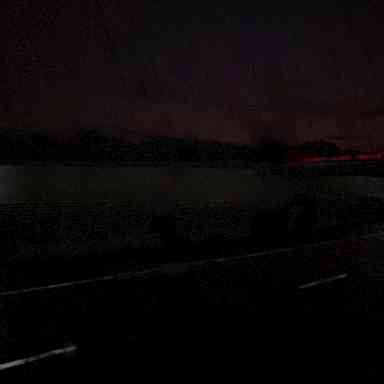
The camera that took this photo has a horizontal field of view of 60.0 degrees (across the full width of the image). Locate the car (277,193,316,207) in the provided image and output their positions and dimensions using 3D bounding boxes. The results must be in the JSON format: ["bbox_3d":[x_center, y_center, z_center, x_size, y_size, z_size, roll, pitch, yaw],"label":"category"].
[{"bbox_3d":[12.348,1.104,38.595,5.566,2.045,2.150,0,0,-35],"label":"car"}]

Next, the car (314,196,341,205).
[{"bbox_3d":[15.906,1.437,36.831,4.181,1.385,1.994,0,0,-35],"label":"car"}]

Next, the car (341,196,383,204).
[{"bbox_3d":[17.701,1.227,33.812,4.553,1.767,2.097,0,0,-35],"label":"car"}]
